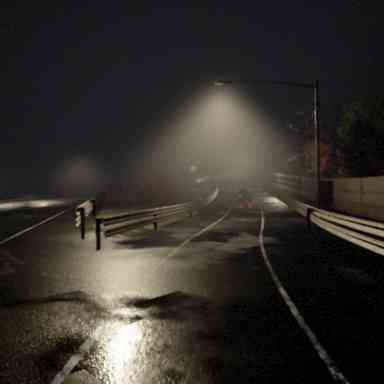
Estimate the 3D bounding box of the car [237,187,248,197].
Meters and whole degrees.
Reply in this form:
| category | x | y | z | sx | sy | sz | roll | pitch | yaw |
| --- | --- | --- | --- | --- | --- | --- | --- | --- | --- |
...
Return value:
| category | x | y | z | sx | sy | sz | roll | pitch | yaw |
| --- | --- | --- | --- | --- | --- | --- | --- | --- | --- |
| car | 9.334 | 0.006 | 61.688 | 1.837 | 1.490 | 4.892 | -1 | 4 | 5 |

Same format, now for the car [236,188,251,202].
| category | x | y | z | sx | sy | sz | roll | pitch | yaw |
| --- | --- | --- | --- | --- | --- | --- | --- | --- | --- |
| car | 8.173 | 0.709 | 51.664 | 1.812 | 1.442 | 4.674 | -1 | 3 | 7 |
